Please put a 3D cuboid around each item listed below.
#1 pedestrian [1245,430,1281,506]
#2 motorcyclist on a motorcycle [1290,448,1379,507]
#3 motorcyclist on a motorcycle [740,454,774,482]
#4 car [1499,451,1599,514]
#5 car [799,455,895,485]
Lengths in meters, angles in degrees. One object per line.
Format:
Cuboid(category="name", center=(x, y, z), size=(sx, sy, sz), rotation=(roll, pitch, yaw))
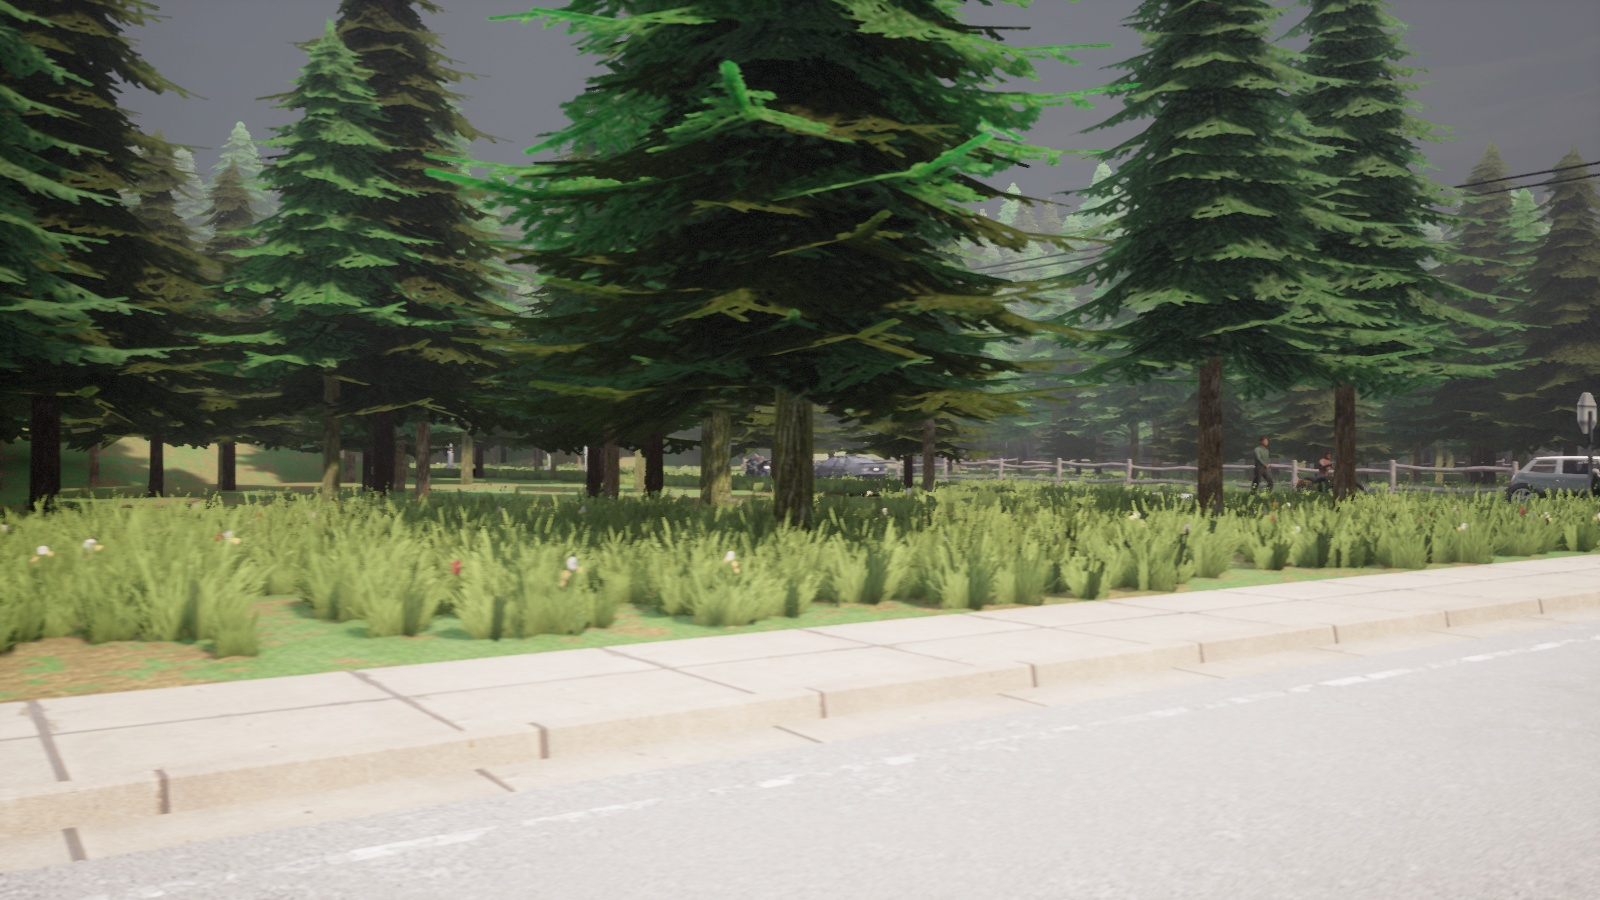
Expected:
Cuboid(category="pedestrian", center=(12.146, 0.470, 32.948), size=(0.423, 1.949, 0.788), rotation=(0, 0, -31))
Cuboid(category="motorcyclist on a motorcycle", center=(15.513, 0.770, 36.518), size=(0.766, 1.649, 2.350), rotation=(0, 0, -33))
Cuboid(category="motorcyclist on a motorcycle", center=(-2.410, 0.989, 69.784), size=(0.866, 1.530, 2.191), rotation=(0, 0, -35))
Cuboid(category="car", center=(19.367, 0.761, 30.381), size=(1.970, 1.475, 3.806), rotation=(0, 0, -32))
Cuboid(category="car", center=(2.276, 0.974, 62.789), size=(2.033, 1.411, 5.357), rotation=(0, 0, -34))
